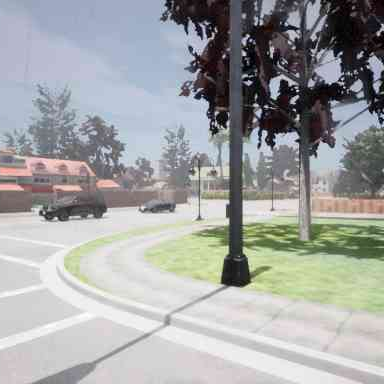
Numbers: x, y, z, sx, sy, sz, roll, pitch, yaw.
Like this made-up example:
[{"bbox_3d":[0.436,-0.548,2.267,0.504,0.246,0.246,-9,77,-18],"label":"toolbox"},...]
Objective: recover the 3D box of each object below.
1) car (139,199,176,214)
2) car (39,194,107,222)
[{"bbox_3d":[-3.661,1.491,35.905,2.128,1.511,4.902,0,0,34],"label":"car"},{"bbox_3d":[-9.536,1.222,27.239,2.150,2.045,5.566,0,0,35],"label":"car"}]
